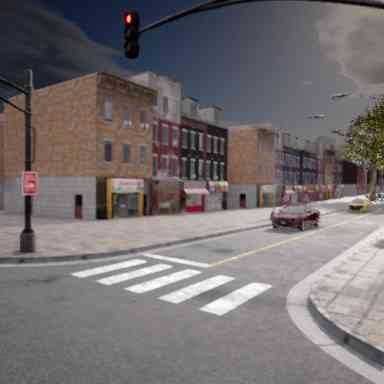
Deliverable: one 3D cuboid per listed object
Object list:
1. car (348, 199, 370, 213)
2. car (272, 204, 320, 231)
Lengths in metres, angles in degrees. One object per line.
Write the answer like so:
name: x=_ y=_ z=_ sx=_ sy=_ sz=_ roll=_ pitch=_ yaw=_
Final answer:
car: x=20.175 y=1.601 z=40.080 sx=1.882 sy=1.535 sz=5.008 roll=1 pitch=1 yaw=36
car: x=6.795 y=1.546 z=21.480 sx=1.882 sy=1.535 sz=5.008 roll=1 pitch=1 yaw=36
